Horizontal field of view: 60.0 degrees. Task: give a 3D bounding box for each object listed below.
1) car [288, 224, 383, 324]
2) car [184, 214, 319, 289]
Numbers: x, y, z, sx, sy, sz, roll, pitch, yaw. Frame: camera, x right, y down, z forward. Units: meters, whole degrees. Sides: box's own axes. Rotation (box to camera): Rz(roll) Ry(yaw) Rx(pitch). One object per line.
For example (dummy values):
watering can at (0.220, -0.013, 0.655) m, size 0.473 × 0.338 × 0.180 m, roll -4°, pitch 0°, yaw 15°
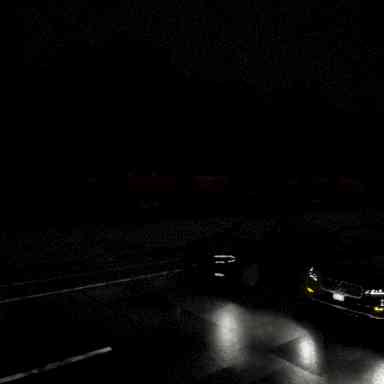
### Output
car at (4.345, 1.431, 6.787) m, size 4.892 × 1.490 × 1.837 m, roll 0°, pitch 0°, yaw -36°
car at (2.095, 1.408, 9.177) m, size 5.008 × 1.535 × 1.882 m, roll -1°, pitch 0°, yaw -36°
